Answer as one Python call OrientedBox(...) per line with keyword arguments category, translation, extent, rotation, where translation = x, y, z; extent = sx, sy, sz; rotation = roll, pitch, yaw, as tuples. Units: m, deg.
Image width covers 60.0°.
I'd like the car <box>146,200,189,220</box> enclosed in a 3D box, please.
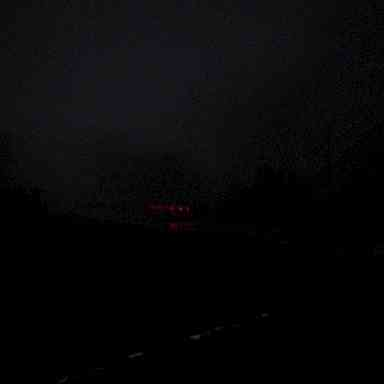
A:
OrientedBox(category="car", translation=(-2.197, 1.437, 29.118), extent=(2.097, 1.767, 4.553), rotation=(1, -1, -36))
